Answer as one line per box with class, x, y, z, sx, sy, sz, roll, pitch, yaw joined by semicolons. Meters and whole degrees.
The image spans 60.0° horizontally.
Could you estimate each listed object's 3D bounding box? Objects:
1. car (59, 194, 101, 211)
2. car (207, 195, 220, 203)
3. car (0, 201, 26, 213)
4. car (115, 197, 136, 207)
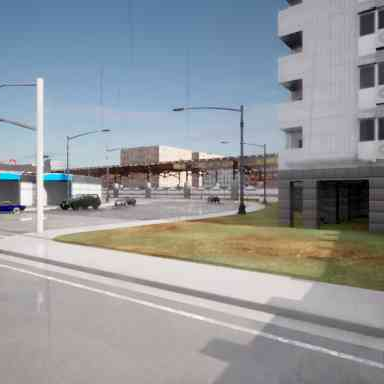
car;-14.042;1.221;42.216;2.150;2.045;5.566;0;0;29
car;4.434;1.502;69.669;1.837;1.490;4.892;0;0;-12
car;-19.678;1.601;33.896;1.895;1.301;4.718;0;0;37
car;-10.277;1.491;51.629;2.128;1.511;4.902;0;0;14
